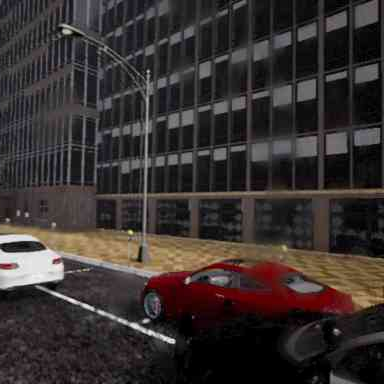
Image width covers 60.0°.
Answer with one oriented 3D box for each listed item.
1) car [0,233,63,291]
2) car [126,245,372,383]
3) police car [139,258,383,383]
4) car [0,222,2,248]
[{"bbox_3d":[-5.322,1.871,9.350,4.674,1.442,1.812,-1,-4,42],"label":"car"},{"bbox_3d":[0.794,1.899,6.215,4.206,1.307,1.802,-1,-4,42],"label":"car"},{"bbox_3d":[2.007,1.604,2.713,5.238,1.638,1.930,-1,-4,42],"label":"police car"},{"bbox_3d":[-11.857,2.187,17.683,4.206,1.307,1.802,-1,-4,42],"label":"car"}]
